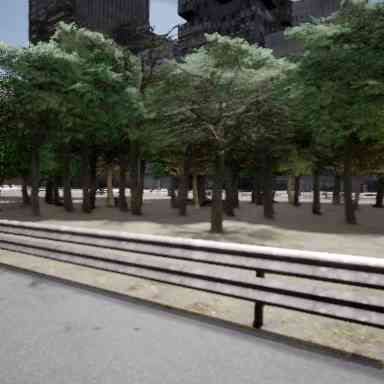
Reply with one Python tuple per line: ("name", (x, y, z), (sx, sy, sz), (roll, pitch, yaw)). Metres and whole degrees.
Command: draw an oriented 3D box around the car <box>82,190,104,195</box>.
("car", (-20.581, -0.145, 69.452), (4.674, 1.442, 1.812), (0, 1, 5))
